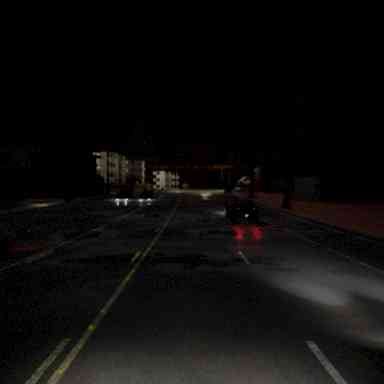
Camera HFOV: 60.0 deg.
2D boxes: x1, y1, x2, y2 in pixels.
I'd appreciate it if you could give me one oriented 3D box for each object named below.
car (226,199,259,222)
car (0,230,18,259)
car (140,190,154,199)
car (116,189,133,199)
[{"bbox_3d":[3.546,1.259,23.983,2.128,1.511,4.902,0,1,0],"label":"car"},{"bbox_3d":[-7.121,1.571,9.610,1.895,1.301,4.718,0,0,0],"label":"car"},{"bbox_3d":[-7.123,0.333,53.068,2.033,1.411,5.357,0,2,0],"label":"car"},{"bbox_3d":[-10.623,0.286,53.058,2.033,1.411,5.357,0,2,0],"label":"car"}]
